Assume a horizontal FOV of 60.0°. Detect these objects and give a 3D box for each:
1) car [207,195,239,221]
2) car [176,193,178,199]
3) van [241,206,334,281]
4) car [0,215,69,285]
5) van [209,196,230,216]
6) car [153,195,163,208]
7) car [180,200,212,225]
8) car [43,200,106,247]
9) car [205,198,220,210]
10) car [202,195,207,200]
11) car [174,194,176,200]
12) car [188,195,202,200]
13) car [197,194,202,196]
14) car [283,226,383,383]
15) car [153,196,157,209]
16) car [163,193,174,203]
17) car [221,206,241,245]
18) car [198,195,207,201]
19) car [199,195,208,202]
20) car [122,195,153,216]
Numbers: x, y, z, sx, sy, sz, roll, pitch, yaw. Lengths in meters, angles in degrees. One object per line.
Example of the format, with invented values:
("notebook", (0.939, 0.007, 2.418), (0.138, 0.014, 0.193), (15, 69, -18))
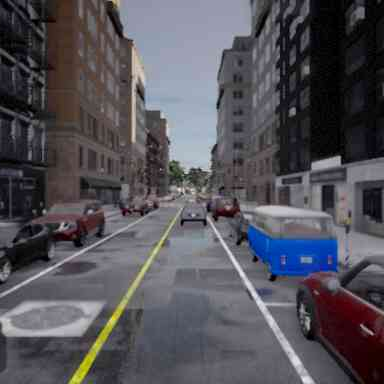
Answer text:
("car", (2.635, 1.295, 26.555), (2.192, 1.841, 5.009), (0, 0, 0))
("car", (-5.421, 1.238, 87.045), (2.192, 1.841, 5.009), (0, 0, 0))
("van", (2.637, 1.335, 9.518), (1.690, 1.788, 3.998), (0, 0, 0))
("car", (-5.396, 1.559, 9.522), (1.947, 1.339, 4.313), (0, 0, 0))
("van", (2.634, 1.316, 32.234), (1.690, 1.788, 3.998), (0, 0, 0))
("car", (-5.406, 1.278, 43.592), (2.192, 1.841, 5.009), (0, 0, 0))
("car", (0.094, 1.530, 23.697), (2.033, 1.411, 5.357), (0, 0, 0))
("car", (-5.397, 1.304, 15.200), (2.192, 1.841, 5.009), (0, 0, 0))
("car", (2.632, 1.546, 43.592), (1.802, 1.307, 4.206), (0, 0, 0))
("car", (2.633, 1.284, 37.913), (2.192, 1.841, 5.009), (0, 0, 0))
("car", (-5.423, 1.453, 81.393), (1.752, 1.417, 4.829), (0, 0, 0))
("car", (0.091, 1.492, 41.163), (1.812, 1.442, 4.674), (0, 0, 0))
("car", (2.628, 1.489, 70.601), (2.008, 1.369, 4.403), (0, 0, 0))
("car", (2.638, 1.438, 3.840), (1.967, 1.590, 4.097), (0, 0, 0))
("car", (-5.404, 1.494, 37.743), (1.752, 1.417, 4.829), (0, 0, 0))
("car", (-5.425, 1.463, 70.429), (1.752, 1.417, 4.829), (0, 0, 0))
("car", (2.636, 1.540, 15.198), (2.008, 1.369, 4.403), (0, 0, 0))
("car", (2.627, 1.479, 81.564), (2.008, 1.369, 4.403), (0, 0, 0))
("car", (2.627, 1.478, 76.082), (1.887, 1.381, 4.507), (0, 0, 0))
("car", (-5.402, 1.289, 32.235), (2.192, 1.841, 5.009), (0, 0, 0))
